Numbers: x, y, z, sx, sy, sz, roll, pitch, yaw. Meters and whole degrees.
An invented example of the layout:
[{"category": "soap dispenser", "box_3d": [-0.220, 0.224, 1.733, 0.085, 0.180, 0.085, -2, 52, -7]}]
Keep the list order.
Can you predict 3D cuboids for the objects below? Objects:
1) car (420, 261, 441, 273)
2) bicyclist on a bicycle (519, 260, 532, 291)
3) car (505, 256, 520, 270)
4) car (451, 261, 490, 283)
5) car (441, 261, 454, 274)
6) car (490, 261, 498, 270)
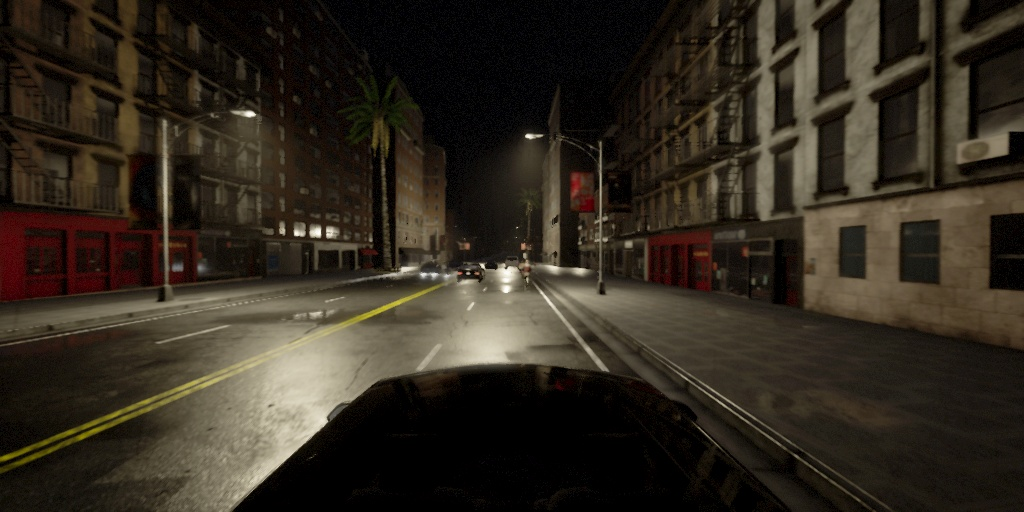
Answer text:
[{"category": "car", "box_3d": [-9.833, 1.348, 43.914, 1.994, 1.385, 4.181, 0, 0, 0]}, {"category": "bicyclist on a bicycle", "box_3d": [0.892, 1.121, 21.153, 0.659, 1.776, 1.843, 0, 0, 0]}, {"category": "car", "box_3d": [0.047, 1.042, 55.878, 2.150, 2.045, 5.566, 0, 0, 1]}, {"category": "car", "box_3d": [-3.152, 1.303, 28.411, 2.033, 1.411, 5.357, 0, 0, 0]}, {"category": "car", "box_3d": [-6.588, 1.304, 41.745, 1.812, 1.442, 4.674, 0, 0, 0]}, {"category": "car", "box_3d": [-3.155, 1.378, 54.728, 1.994, 1.385, 4.181, 0, 0, 0]}]
